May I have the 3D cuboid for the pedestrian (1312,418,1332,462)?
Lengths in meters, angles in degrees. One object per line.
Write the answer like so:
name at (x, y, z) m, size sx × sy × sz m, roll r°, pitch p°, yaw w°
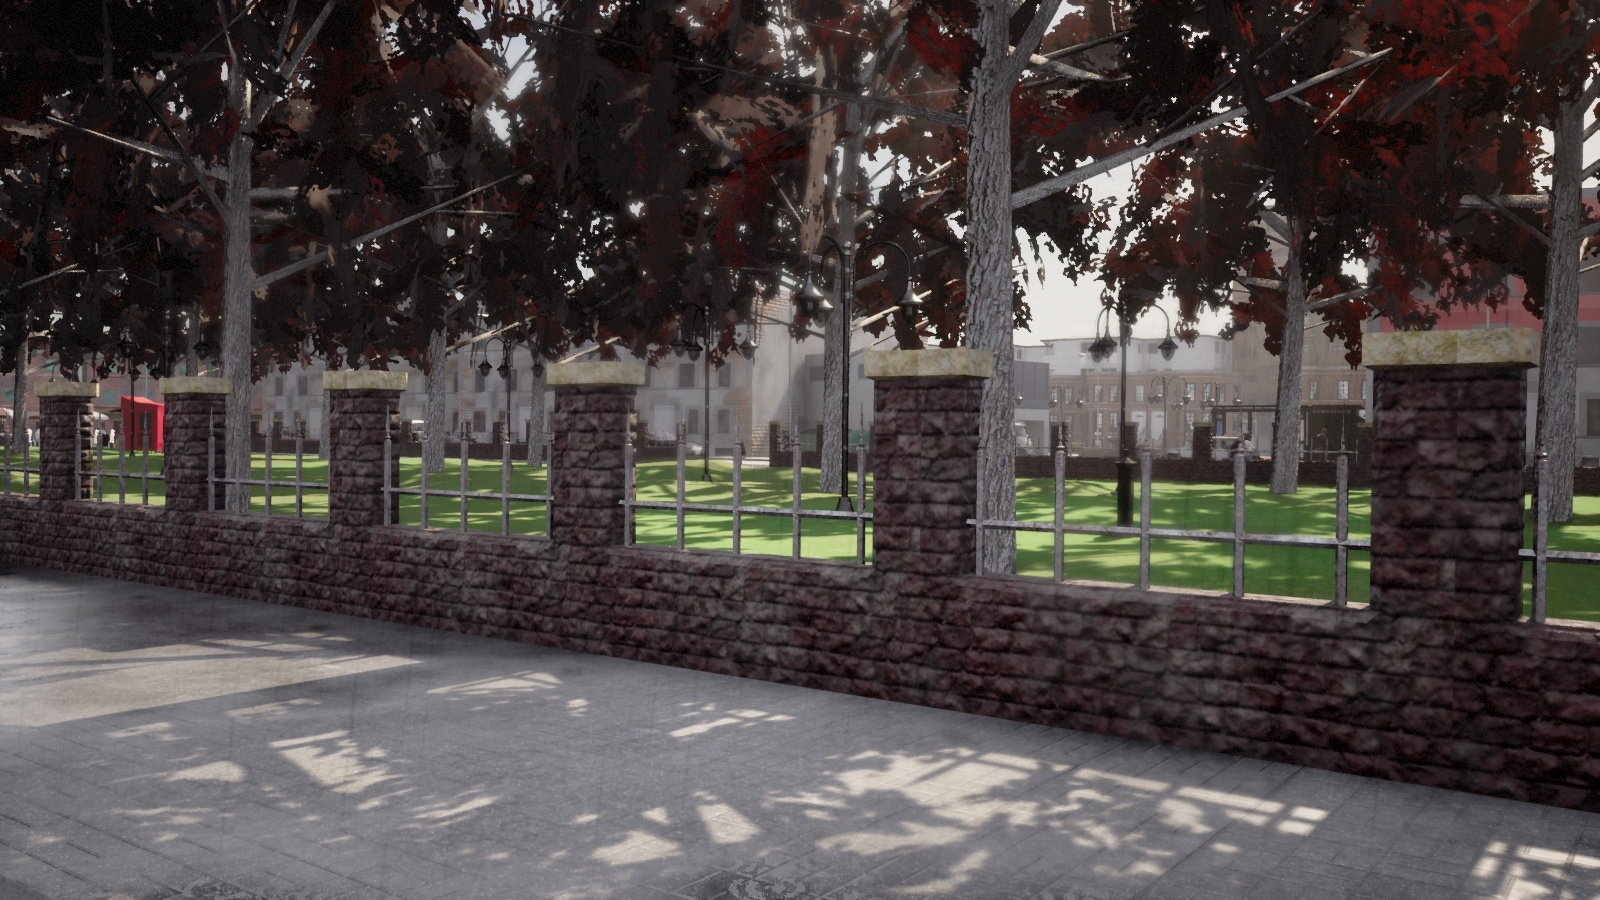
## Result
pedestrian at (22.121, -0.442, 53.213) m, size 0.376 × 1.854 × 0.720 m, roll -1°, pitch 1°, yaw -34°

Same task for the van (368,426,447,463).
van at (-22.571, -0.326, 72.191) m, size 4.480 × 2.038 × 2.069 m, roll 0°, pitch 1°, yaw 36°

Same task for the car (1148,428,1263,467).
car at (15.778, -0.114, 48.905) m, size 3.806 × 1.475 × 1.970 m, roll 0°, pitch 1°, yaw 36°

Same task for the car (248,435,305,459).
car at (-36.448, -0.233, 87.368) m, size 3.988 × 1.617 × 1.851 m, roll 0°, pitch 1°, yaw 36°

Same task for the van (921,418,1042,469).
van at (7.239, -0.267, 50.231) m, size 4.442 × 1.987 × 1.775 m, roll 0°, pitch 1°, yaw 36°

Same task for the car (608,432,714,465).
car at (-6.709, -0.078, 60.524) m, size 4.902 × 1.511 × 2.128 m, roll 0°, pitch 1°, yaw 36°
